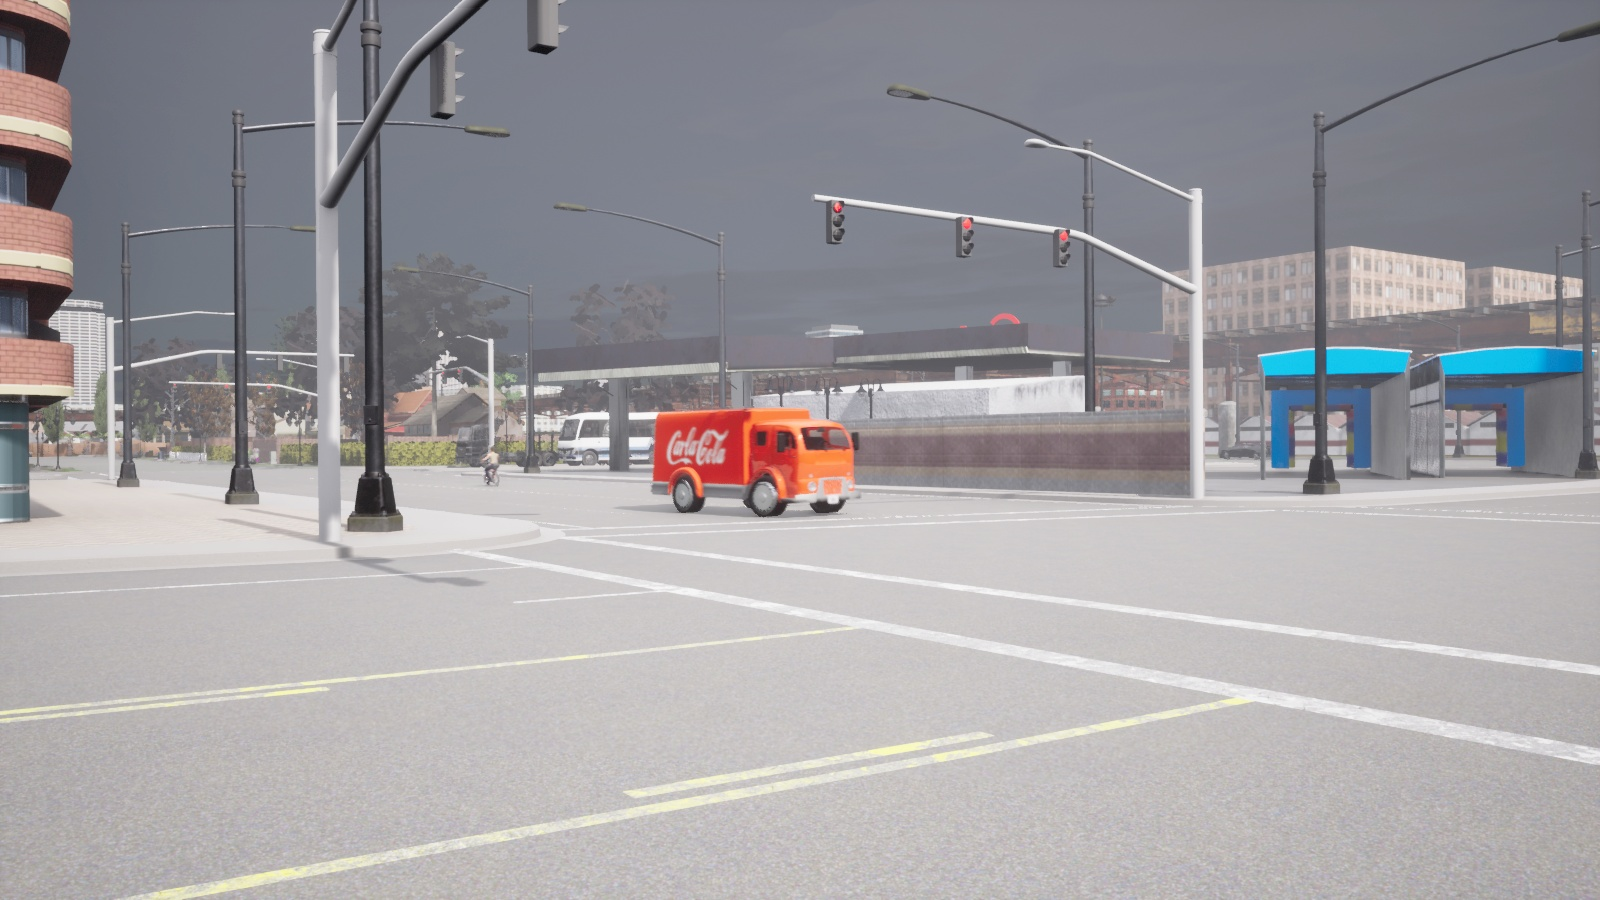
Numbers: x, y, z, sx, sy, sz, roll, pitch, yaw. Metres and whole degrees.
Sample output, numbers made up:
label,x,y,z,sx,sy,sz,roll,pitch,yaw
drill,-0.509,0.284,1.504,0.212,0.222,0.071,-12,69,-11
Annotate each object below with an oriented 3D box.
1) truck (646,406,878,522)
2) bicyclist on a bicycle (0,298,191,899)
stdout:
label,x,y,z,sx,sy,sz,roll,pitch,yaw
truck,-0.978,0.259,29.554,2.627,2.467,5.204,-2,1,-43
bicyclist on a bicycle,-2.100,0.623,2.117,1.843,1.776,0.659,0,0,-36
